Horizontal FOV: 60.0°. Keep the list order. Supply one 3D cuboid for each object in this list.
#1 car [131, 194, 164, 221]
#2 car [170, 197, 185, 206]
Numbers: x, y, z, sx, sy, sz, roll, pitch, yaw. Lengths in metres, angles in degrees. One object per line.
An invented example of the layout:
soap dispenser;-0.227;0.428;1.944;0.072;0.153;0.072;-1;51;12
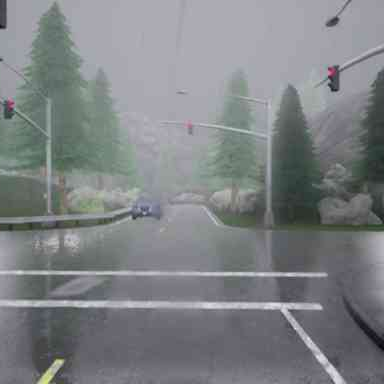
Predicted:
car;-3.519;1.216;27.425;2.150;2.045;5.566;0;0;0
car;-2.449;1.473;54.162;2.033;1.411;5.357;0;0;-11
